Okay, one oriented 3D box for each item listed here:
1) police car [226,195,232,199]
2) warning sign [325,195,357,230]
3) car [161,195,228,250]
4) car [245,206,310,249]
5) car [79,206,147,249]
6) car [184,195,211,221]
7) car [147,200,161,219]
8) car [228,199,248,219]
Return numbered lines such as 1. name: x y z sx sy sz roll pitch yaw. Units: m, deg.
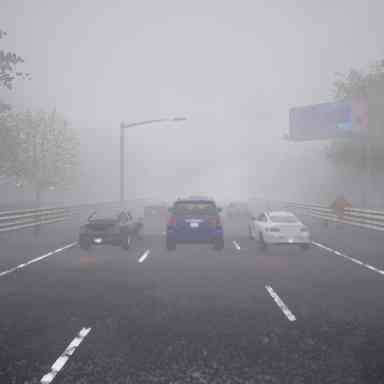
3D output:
1. police car: 9.779 1.529 89.606 1.930 1.638 5.238 0 0 7
2. warning sign: 8.282 1.120 18.503 1.300 1.860 1.060 0 0 1
3. car: 0.140 1.261 14.479 2.150 2.045 5.566 0 0 1
4. car: 3.639 1.536 14.382 1.812 1.442 4.674 0 0 1
5. car: -3.359 1.519 14.516 1.837 1.490 4.892 0 0 1
6. car: 0.565 1.268 29.373 2.150 2.045 5.566 0 0 2
7. car: -2.934 1.494 29.476 1.882 1.535 5.008 0 0 2
8. car: 4.061 1.573 29.209 2.033 1.411 5.357 0 0 2
